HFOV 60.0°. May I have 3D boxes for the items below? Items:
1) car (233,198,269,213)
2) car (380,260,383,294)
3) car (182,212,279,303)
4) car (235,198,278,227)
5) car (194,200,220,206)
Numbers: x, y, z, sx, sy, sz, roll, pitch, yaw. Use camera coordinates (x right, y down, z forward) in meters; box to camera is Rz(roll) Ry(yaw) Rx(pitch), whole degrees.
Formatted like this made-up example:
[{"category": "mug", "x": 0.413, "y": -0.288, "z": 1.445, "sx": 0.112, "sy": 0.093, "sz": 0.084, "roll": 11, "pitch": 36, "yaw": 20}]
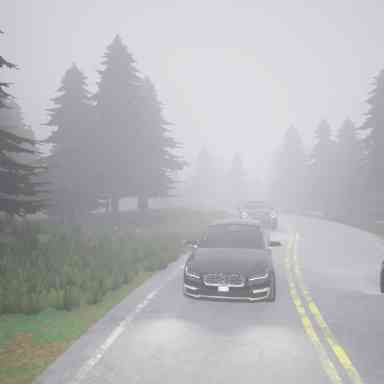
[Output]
[{"category": "car", "x": 6.208, "y": 1.410, "z": 35.737, "sx": 1.837, "sy": 1.490, "sz": 4.892, "roll": 2, "pitch": -1, "yaw": -16}, {"category": "car", "x": 4.494, "y": 1.308, "z": 4.645, "sx": 2.097, "sy": 1.767, "sz": 4.553, "roll": -1, "pitch": 0, "yaw": 8}, {"category": "car", "x": 1.092, "y": 1.496, "z": 8.415, "sx": 1.837, "sy": 1.490, "sz": 4.892, "roll": -1, "pitch": 0, "yaw": 12}, {"category": "car", "x": 3.879, "y": 1.270, "z": 20.367, "sx": 2.097, "sy": 1.767, "sz": 4.553, "roll": -1, "pitch": 0, "yaw": 5}, {"category": "car", "x": 1.925, "y": 1.799, "z": 44.862, "sx": 1.812, "sy": 1.442, "sz": 4.674, "roll": 3, "pitch": -5, "yaw": -35}]
